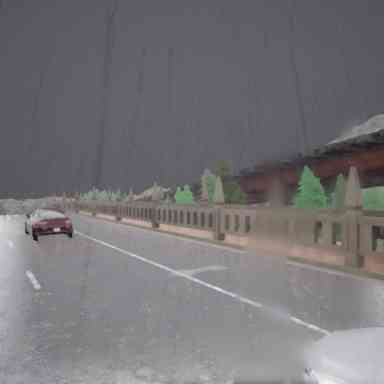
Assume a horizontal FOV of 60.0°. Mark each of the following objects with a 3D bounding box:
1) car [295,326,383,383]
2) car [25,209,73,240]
[{"bbox_3d":[2.637,1.517,1.480,1.812,1.442,4.674,0,0,-33],"label":"car"},{"bbox_3d":[-7.524,1.591,17.391,1.812,1.442,4.674,0,0,-33],"label":"car"}]
